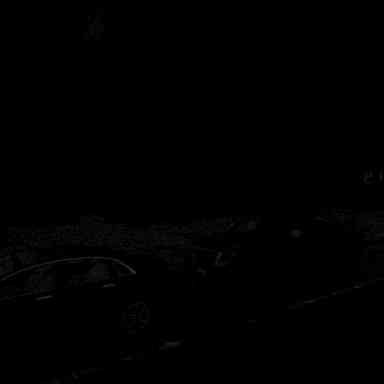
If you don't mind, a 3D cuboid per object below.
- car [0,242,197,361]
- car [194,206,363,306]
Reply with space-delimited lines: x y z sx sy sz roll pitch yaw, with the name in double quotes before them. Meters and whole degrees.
"car" -2.335 1.551 4.980 4.403 1.369 2.008 0 0 -35
"car" 2.234 1.315 8.235 5.009 1.841 2.192 0 0 -35
